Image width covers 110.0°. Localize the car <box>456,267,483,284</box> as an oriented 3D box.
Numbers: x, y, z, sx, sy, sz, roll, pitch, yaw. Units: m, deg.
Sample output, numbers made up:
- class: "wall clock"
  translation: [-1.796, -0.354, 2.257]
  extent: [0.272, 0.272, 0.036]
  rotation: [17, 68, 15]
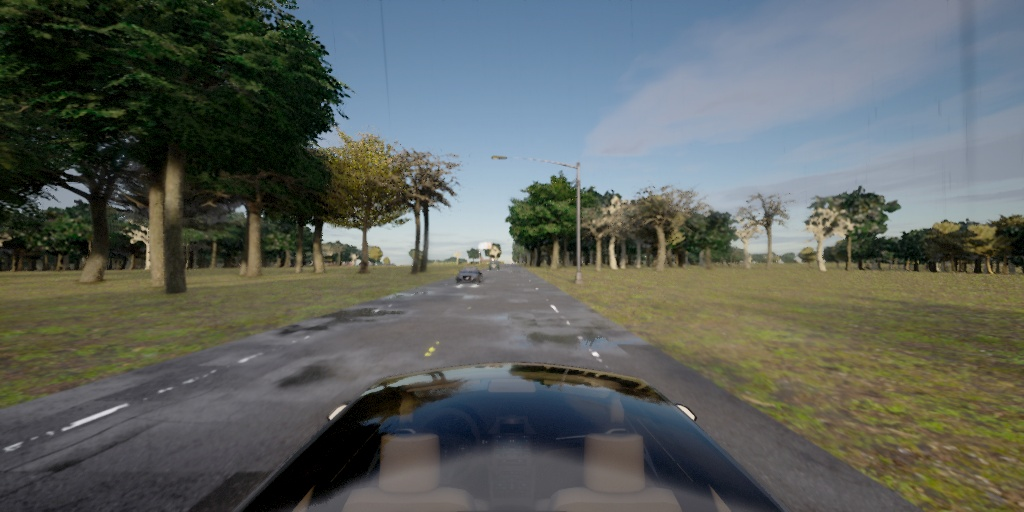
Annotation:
- class: "car"
  translation: [-3.623, 1.639, 30.951]
  extent: [1.994, 1.385, 4.181]
  rotation: [0, -1, 0]
